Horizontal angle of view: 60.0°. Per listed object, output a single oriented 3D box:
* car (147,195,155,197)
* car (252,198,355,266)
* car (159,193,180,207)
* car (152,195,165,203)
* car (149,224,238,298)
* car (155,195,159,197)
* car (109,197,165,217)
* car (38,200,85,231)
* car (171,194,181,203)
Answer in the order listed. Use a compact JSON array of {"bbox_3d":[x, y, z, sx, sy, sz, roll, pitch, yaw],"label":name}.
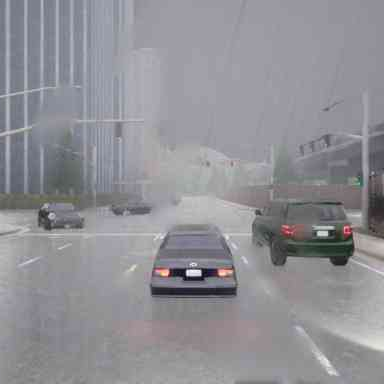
[{"bbox_3d":[-7.075,1.504,48.942,1.837,1.490,4.892,0,0,0],"label":"car"},{"bbox_3d":[3.575,1.221,11.716,2.150,2.045,5.566,0,0,1],"label":"car"},{"bbox_3d":[-3.570,1.221,52.869,2.150,2.045,5.566,0,0,0],"label":"car"},{"bbox_3d":[-6.977,1.502,69.054,2.128,1.511,4.902,0,0,0],"label":"car"},{"bbox_3d":[0.058,1.547,8.683,2.033,1.411,5.357,0,0,1],"label":"car"},{"bbox_3d":[-7.059,1.352,58.134,2.097,1.767,4.553,0,0,0],"label":"car"},{"bbox_3d":[-5.381,1.535,31.669,4.892,1.490,1.837,0,2,-36],"label":"car"},{"bbox_3d":[-8.108,1.365,20.553,2.097,1.767,4.553,0,0,-32],"label":"car"},{"bbox_3d":[-3.475,1.355,72.598,2.097,1.767,4.553,0,0,0],"label":"car"}]
